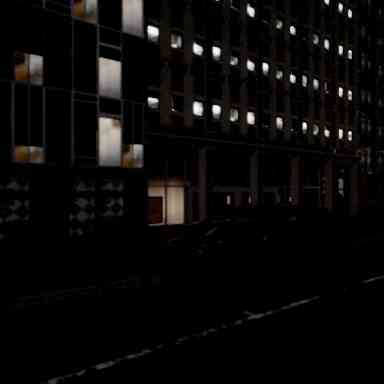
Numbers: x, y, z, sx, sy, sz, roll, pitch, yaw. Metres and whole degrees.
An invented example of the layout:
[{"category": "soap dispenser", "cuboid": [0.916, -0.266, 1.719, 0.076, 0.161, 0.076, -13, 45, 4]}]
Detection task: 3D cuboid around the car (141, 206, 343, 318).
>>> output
[{"category": "car", "cuboid": [1.387, 1.279, 7.542, 5.009, 1.841, 2.192, 0, 1, -35]}]
